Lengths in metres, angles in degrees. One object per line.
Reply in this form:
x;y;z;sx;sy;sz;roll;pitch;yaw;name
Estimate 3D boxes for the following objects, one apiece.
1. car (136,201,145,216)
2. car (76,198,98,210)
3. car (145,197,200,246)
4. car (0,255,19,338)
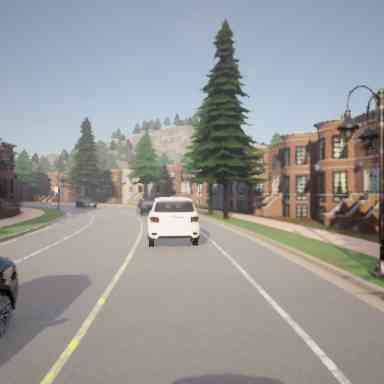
-4.547;1.575;33.599;1.812;1.442;4.674;0;0;-17;car
-14.577;1.582;45.838;2.128;1.511;4.902;0;0;-36;car
-0.973;1.242;15.648;2.150;2.045;5.566;0;0;-7;car
-3.781;1.506;3.681;2.128;1.511;4.902;0;0;-2;car
